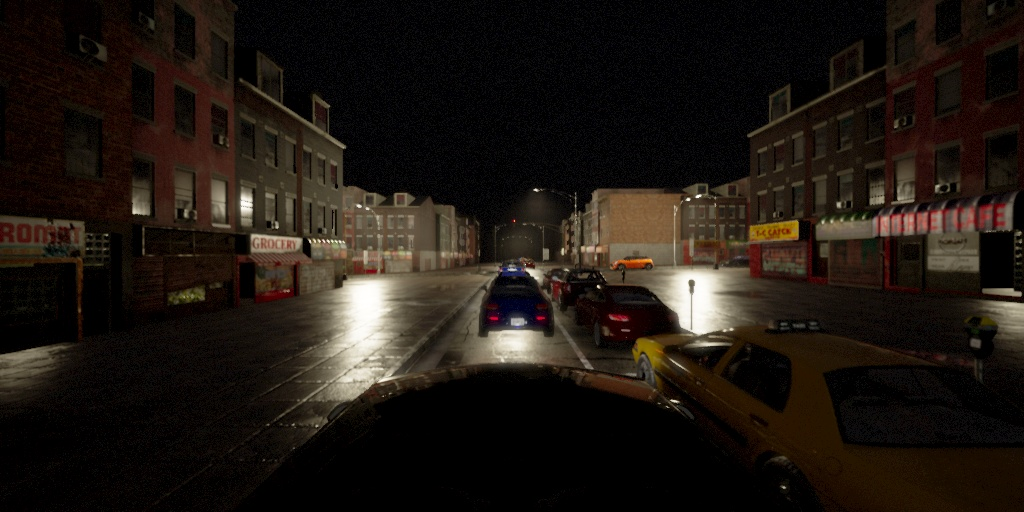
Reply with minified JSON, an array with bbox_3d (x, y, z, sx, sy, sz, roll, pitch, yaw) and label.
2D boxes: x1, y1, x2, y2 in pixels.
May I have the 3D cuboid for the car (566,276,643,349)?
[{"bbox_3d":[2.644,1.329,8.881,1.802,1.307,4.207,0,0,0],"label":"car"}]

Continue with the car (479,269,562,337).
[{"bbox_3d":[0.079,1.273,10.135,1.812,1.442,4.674,0,0,-1],"label":"car"}]

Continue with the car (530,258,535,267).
[{"bbox_3d":[2.679,1.280,57.154,1.967,1.591,4.097,0,0,0],"label":"car"}]

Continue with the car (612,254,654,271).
[{"bbox_3d":[13.385,0.715,40.315,4.553,1.767,2.097,-1,0,0],"label":"car"}]

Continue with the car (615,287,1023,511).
[{"bbox_3d":[2.640,1.274,3.584,1.751,1.417,4.829,0,0,0],"label":"car"}]

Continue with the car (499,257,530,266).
[{"bbox_3d":[0.007,1.111,27.478,2.097,1.767,4.553,0,0,0],"label":"car"}]

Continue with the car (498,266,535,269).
[{"bbox_3d":[0.117,1.350,17.580,1.895,1.301,4.718,0,0,0],"label":"car"}]

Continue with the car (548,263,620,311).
[{"bbox_3d":[2.648,1.187,14.347,1.967,1.591,4.097,0,0,0],"label":"car"}]

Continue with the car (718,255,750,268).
[{"bbox_3d":[26.313,0.575,40.331,5.357,1.411,2.033,-2,0,0],"label":"car"}]
